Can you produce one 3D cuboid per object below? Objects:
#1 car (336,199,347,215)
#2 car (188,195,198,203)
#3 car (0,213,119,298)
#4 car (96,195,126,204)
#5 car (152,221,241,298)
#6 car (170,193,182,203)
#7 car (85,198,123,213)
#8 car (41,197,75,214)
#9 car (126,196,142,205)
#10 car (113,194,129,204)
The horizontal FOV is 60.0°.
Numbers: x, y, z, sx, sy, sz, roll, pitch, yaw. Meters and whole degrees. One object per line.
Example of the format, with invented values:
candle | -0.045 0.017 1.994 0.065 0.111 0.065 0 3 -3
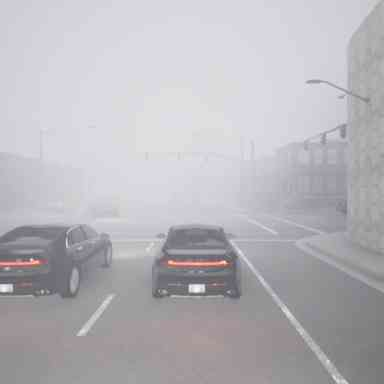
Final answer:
car | 14.904 0.759 27.510 5.566 2.045 2.150 -5 0 0
car | 0.206 1.338 68.179 2.097 1.767 4.553 0 0 0
car | -3.396 1.503 8.483 1.837 1.490 4.892 0 0 0
car | -10.466 1.343 43.298 2.097 1.767 4.553 0 0 0
car | 0.104 1.503 8.467 1.837 1.490 4.892 0 0 0
car | -3.294 1.207 68.245 2.150 2.045 5.566 0 0 0
car | -8.062 1.558 29.509 1.994 1.385 4.181 0 0 -33
car | -13.996 1.344 35.026 2.097 1.767 4.553 0 0 0
car | -10.379 1.535 60.714 2.033 1.411 5.357 0 0 1
car | -13.830 1.339 65.100 2.097 1.767 4.553 0 0 1
